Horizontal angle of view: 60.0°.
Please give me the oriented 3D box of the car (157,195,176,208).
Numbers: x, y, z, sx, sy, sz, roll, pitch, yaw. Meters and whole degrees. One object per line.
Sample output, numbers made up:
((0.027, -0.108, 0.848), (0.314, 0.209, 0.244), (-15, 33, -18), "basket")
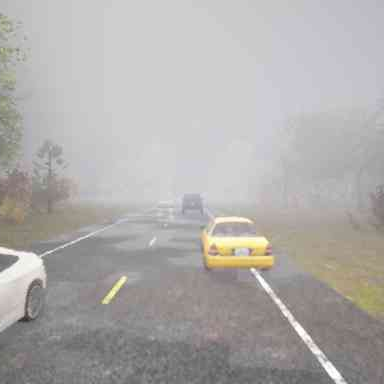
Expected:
((-3.598, 1.483, 46.067), (1.812, 1.442, 4.674), (0, 0, 0), "car")

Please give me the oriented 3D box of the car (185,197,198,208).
((0.007, 1.485, 48.597), (1.812, 1.442, 4.674), (0, 0, 0), "car")

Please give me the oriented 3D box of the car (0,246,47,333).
((-3.603, 1.515, 4.467), (1.812, 1.442, 4.674), (0, 0, 0), "car")

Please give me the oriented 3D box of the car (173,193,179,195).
((-3.524, 1.033, 85.505), (2.150, 2.045, 5.566), (0, 0, 0), "car")

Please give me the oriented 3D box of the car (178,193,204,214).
((0.044, 1.170, 34.313), (2.150, 2.045, 5.566), (0, 0, 0), "car")

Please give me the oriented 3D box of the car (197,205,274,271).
((1.220, 1.431, 10.723), (1.801, 1.575, 5.366), (0, 0, 0), "car")
